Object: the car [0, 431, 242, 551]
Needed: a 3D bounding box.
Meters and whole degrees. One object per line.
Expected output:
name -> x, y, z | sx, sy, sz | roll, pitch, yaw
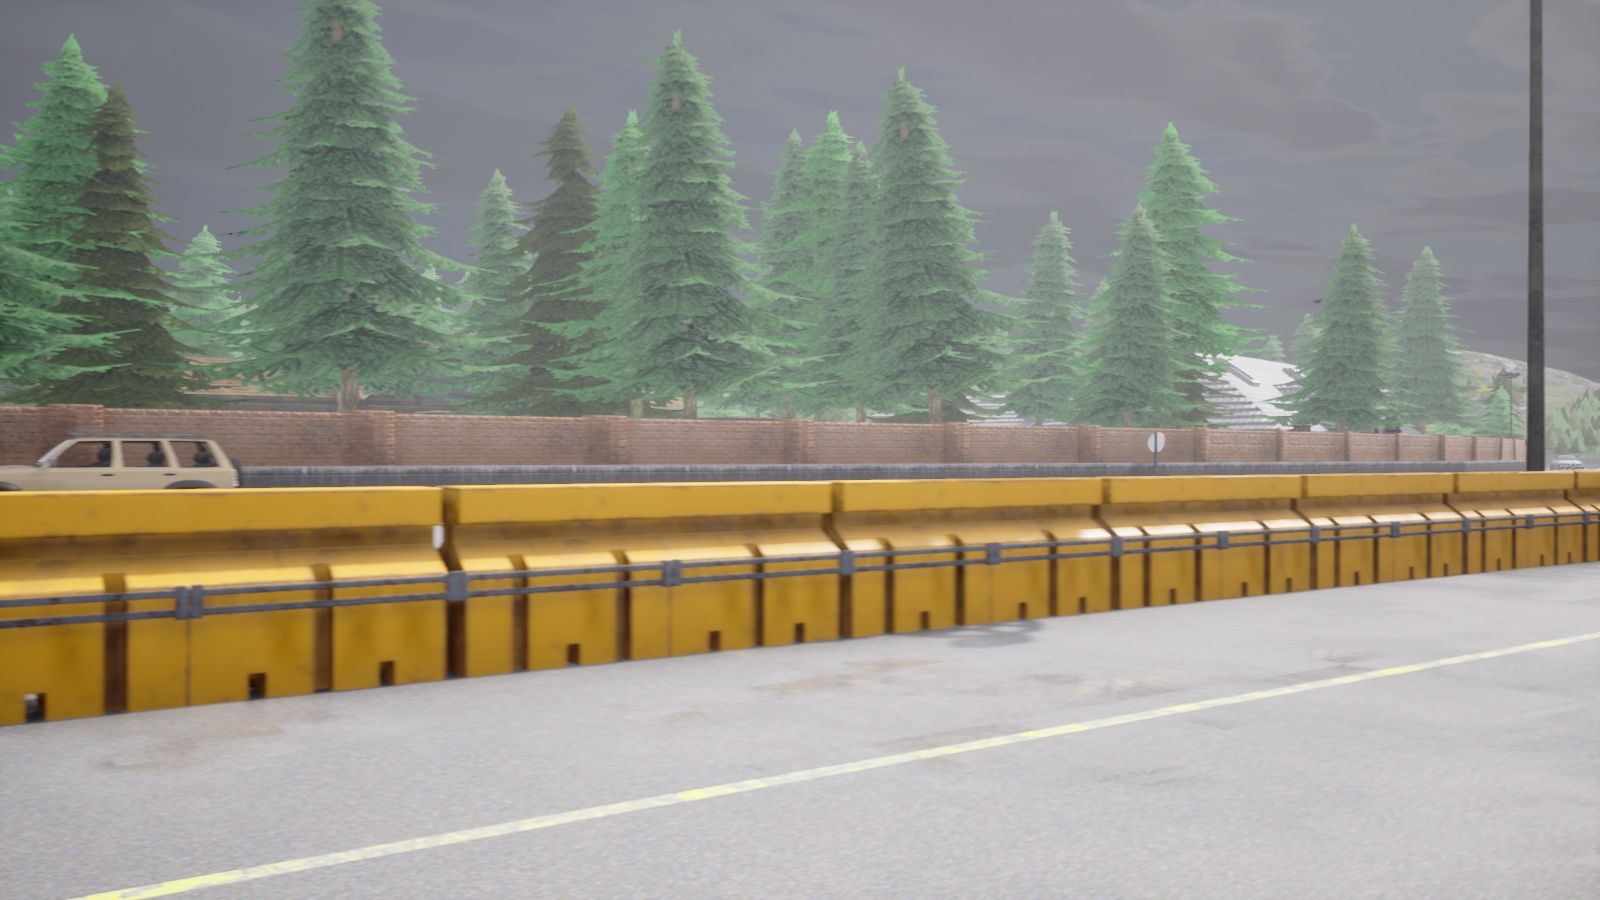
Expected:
car -> -11.966, 0.638, 20.916 | 4.605, 1.855, 1.932 | 0, 0, -35
